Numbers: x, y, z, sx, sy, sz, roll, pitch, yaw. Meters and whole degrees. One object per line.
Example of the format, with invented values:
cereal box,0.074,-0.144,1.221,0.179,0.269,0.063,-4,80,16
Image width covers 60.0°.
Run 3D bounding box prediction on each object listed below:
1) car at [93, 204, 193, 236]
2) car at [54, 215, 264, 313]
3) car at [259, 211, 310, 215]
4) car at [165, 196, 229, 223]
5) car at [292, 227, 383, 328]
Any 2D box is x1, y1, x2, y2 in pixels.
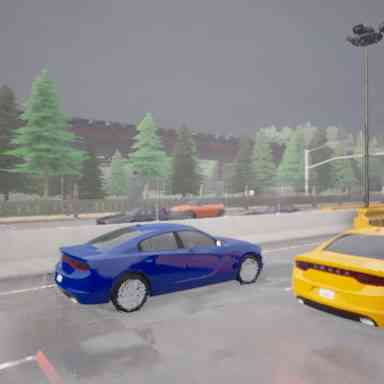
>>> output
car,-2.741,1.506,19.187,5.357,1.411,2.033,0,0,-35
car,-0.478,1.459,7.704,5.008,1.535,1.882,0,0,-36
car,5.126,1.502,20.422,5.357,1.411,2.033,0,0,-35
car,0.451,1.278,25.694,4.553,1.767,2.097,-1,0,-35
car,4.151,1.443,6.707,5.008,1.535,1.882,0,0,-35
